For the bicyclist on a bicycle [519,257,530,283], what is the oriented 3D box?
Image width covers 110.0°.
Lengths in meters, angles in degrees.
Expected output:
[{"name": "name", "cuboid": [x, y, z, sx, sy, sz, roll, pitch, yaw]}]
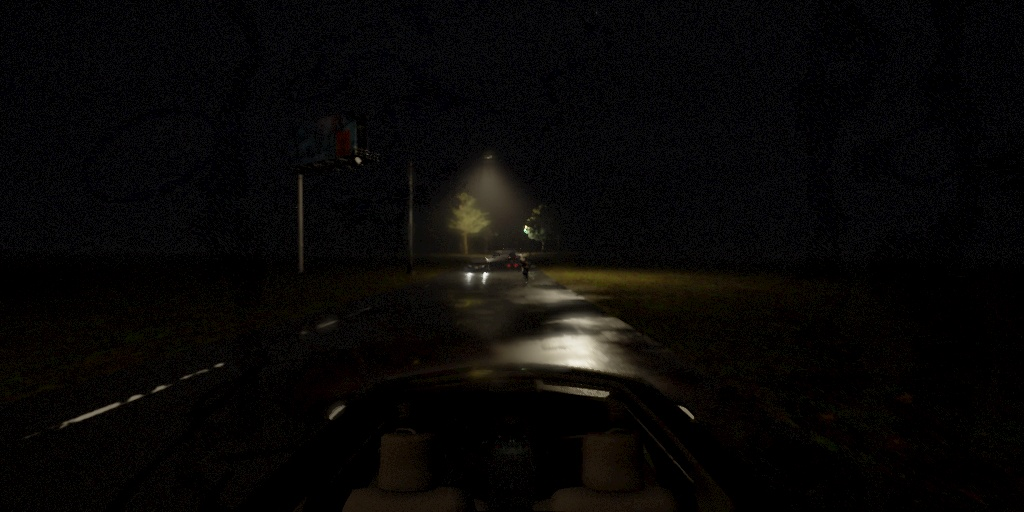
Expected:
[{"name": "bicyclist on a bicycle", "cuboid": [0.957, 1.055, 24.485, 0.582, 1.620, 1.656, 0, 0, 0]}]

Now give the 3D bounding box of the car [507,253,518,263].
[{"name": "car", "cuboid": [0.058, 0.445, 61.130, 2.128, 1.511, 4.902, 0, 1, 0]}]

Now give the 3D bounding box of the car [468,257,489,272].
[{"name": "car", "cuboid": [-3.577, 0.889, 38.996, 1.882, 1.535, 5.008, 0, 1, 0]}]
